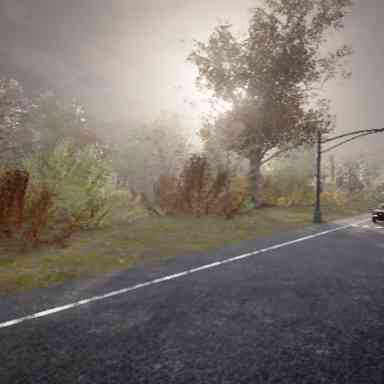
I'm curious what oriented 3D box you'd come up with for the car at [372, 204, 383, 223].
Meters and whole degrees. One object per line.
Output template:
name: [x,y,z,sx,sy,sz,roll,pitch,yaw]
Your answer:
car: [14.343,1.525,23.894,1.895,1.301,4.718,2,1,39]
